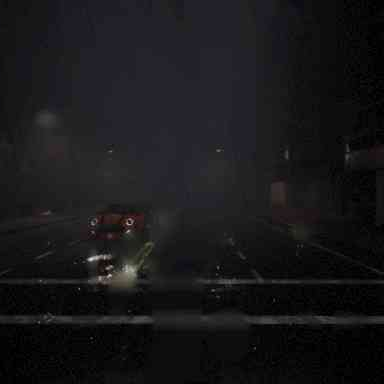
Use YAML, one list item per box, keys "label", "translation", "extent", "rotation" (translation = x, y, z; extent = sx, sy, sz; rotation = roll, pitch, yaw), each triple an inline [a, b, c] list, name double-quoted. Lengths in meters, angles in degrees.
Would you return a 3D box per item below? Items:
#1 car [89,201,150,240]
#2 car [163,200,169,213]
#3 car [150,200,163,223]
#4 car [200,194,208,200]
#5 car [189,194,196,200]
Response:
- label: "car"
  translation: [-3.593, 1.346, 16.836]
  extent: [2.097, 1.767, 4.553]
  rotation: [0, 0, 0]
- label: "car"
  translation: [-3.559, 1.552, 36.335]
  extent: [1.994, 1.385, 4.181]
  rotation: [0, 0, 0]
- label: "car"
  translation: [-3.586, 1.517, 25.807]
  extent: [1.812, 1.442, 4.674]
  rotation: [0, 0, 0]
- label: "car"
  translation: [3.514, 1.500, 91.006]
  extent: [2.033, 1.411, 5.357]
  rotation: [0, 0, 0]
- label: "car"
  translation: [0.014, 1.438, 91.007]
  extent: [1.882, 1.535, 5.008]
  rotation: [0, 0, 0]
